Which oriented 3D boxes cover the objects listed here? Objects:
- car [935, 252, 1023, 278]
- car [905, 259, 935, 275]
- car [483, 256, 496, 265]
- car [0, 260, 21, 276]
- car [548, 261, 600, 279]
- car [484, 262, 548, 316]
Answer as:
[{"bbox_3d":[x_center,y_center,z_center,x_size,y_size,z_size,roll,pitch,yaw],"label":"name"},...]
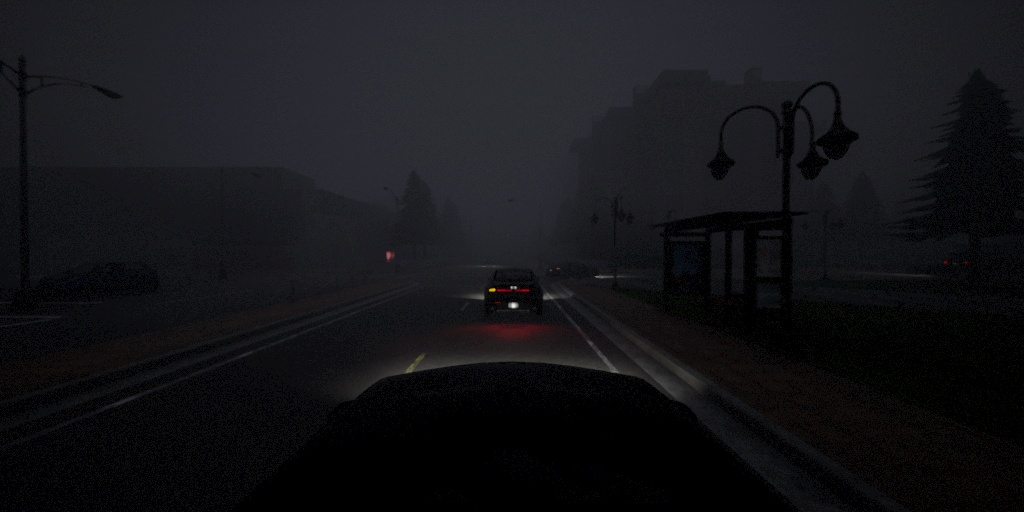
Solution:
[{"bbox_3d":[37.987,0.686,28.571,5.566,2.045,2.150,0,1,1],"label":"car"},{"bbox_3d":[38.244,0.952,32.147,4.674,1.442,1.812,0,1,1],"label":"car"},{"bbox_3d":[-3.544,0.671,56.786,1.882,1.535,5.008,0,1,0],"label":"car"},{"bbox_3d":[-43.233,0.963,29.326,4.892,1.490,1.837,0,1,1],"label":"car"},{"bbox_3d":[4.770,1.041,28.031,4.181,1.385,1.994,0,0,-26],"label":"car"},{"bbox_3d":[0.061,1.144,12.701,1.837,1.490,4.892,0,1,0],"label":"car"}]
